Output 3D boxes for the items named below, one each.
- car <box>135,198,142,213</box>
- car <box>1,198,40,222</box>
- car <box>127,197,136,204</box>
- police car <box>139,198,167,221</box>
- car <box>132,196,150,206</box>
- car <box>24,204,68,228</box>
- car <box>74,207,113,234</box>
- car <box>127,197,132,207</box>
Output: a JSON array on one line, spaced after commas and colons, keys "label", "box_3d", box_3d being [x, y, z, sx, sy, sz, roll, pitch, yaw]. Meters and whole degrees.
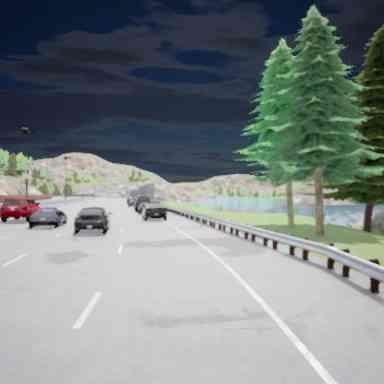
[{"label": "car", "box_3d": [-5.475, 1.847, 39.817, 1.812, 1.442, 4.674, 0, 0, -12]}, {"label": "car", "box_3d": [-15.034, 1.520, 29.567, 2.150, 2.045, 5.566, 0, 0, -12]}, {"label": "car", "box_3d": [-13.739, 1.956, 75.529, 1.882, 1.535, 5.008, 0, 0, -12]}, {"label": "police car", "box_3d": [-3.451, 1.665, 30.138, 1.930, 1.638, 5.238, 0, 0, -12]}, {"label": "car", "box_3d": [-6.711, 1.595, 45.722, 2.150, 2.045, 5.566, 0, 0, -12]}, {"label": "car", "box_3d": [-10.382, 1.798, 24.235, 1.994, 1.385, 4.181, 0, 0, -11]}, {"label": "car", "box_3d": [-6.128, 1.691, 20.791, 1.837, 1.490, 4.892, 0, 0, -11]}, {"label": "car", "box_3d": [-10.542, 2.023, 60.266, 1.812, 1.442, 4.674, 0, 0, -12]}]
